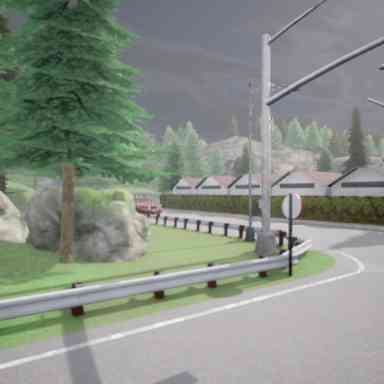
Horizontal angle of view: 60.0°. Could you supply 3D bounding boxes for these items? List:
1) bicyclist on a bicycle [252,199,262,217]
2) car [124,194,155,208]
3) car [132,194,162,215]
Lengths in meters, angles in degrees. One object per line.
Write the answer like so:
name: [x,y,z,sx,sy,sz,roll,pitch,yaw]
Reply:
bicyclist on a bicycle: [5.848,1.482,30.314,1.656,1.620,0.582,0,0,-35]
car: [-8.488,1.377,54.071,2.150,2.045,5.566,0,0,26]
car: [-5.053,1.399,32.887,2.150,2.045,5.566,0,0,-35]
